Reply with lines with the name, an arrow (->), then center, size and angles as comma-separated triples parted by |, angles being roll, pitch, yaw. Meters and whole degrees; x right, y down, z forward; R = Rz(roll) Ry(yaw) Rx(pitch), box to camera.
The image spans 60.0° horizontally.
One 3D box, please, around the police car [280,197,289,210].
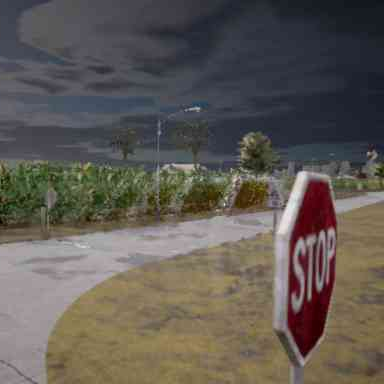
police car -> 11.232, 1.223, 36.570 | 2.038, 1.542, 4.974 | 2, 2, 36
